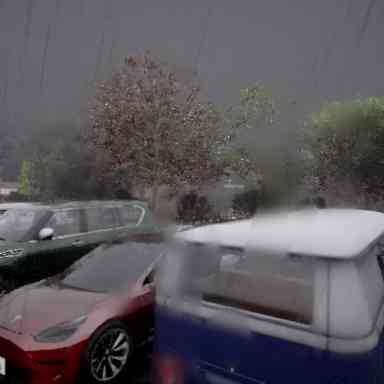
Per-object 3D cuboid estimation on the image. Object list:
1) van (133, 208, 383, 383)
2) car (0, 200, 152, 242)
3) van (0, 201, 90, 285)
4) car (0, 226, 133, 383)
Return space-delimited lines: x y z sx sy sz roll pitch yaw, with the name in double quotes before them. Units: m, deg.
"van" 1.563 1.252 4.174 1.878 1.987 4.442 0 0 35
"car" -3.030 1.231 7.268 2.435 2.045 5.566 -1 -1 35
"van" -5.207 1.295 8.996 1.878 1.987 4.442 -1 -1 35
"car" -0.788 1.502 5.669 2.163 1.488 4.792 0 0 35
